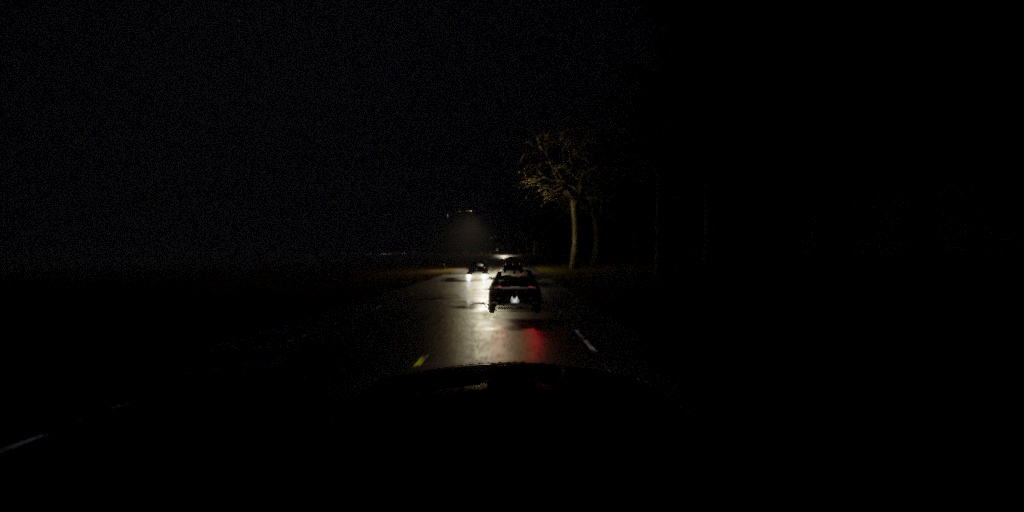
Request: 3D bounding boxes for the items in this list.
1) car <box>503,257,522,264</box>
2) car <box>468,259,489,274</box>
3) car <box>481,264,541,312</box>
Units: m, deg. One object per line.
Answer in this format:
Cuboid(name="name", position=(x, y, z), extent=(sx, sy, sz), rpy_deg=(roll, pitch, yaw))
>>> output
Cuboid(name="car", position=(0.096, 0.914, 41.289), extent=(2.097, 1.767, 4.553), rpy_deg=(0, 1, 0))
Cuboid(name="car", position=(-3.512, 1.106, 38.164), extent=(1.837, 1.490, 4.892), rpy_deg=(0, 0, 0))
Cuboid(name="car", position=(0.099, 1.262, 14.384), extent=(2.128, 1.511, 4.902), rpy_deg=(0, 0, 0))
